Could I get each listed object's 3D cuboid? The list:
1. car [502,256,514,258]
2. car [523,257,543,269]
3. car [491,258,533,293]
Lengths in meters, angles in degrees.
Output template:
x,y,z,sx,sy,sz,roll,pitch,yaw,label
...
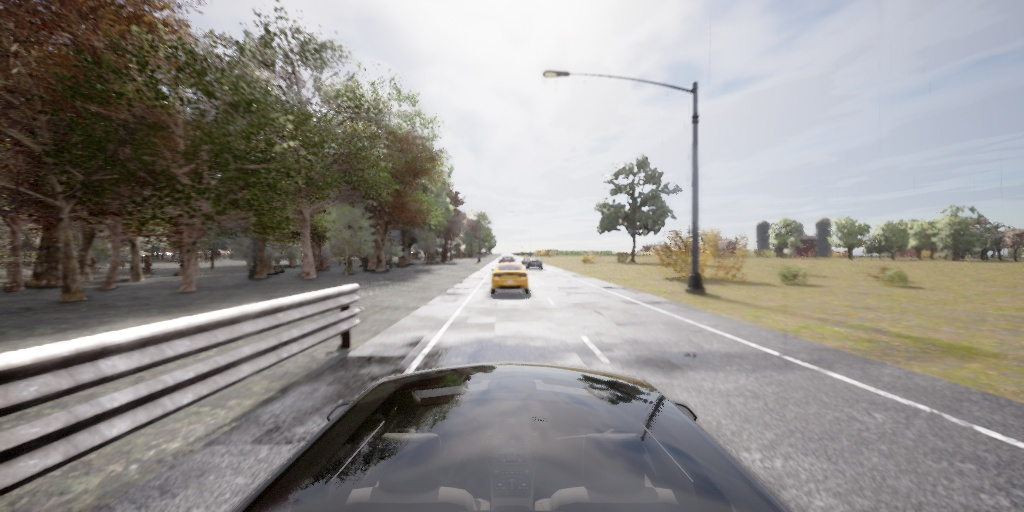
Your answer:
x,y,z,sx,sy,sz,roll,pitch,yaw,label
-0.511,0.751,43.182,2.097,1.767,4.553,0,0,-1,car
2.856,0.857,45.635,2.128,1.511,4.902,0,1,-1,car
-0.123,1.083,19.388,1.882,1.535,5.008,0,0,-1,car
